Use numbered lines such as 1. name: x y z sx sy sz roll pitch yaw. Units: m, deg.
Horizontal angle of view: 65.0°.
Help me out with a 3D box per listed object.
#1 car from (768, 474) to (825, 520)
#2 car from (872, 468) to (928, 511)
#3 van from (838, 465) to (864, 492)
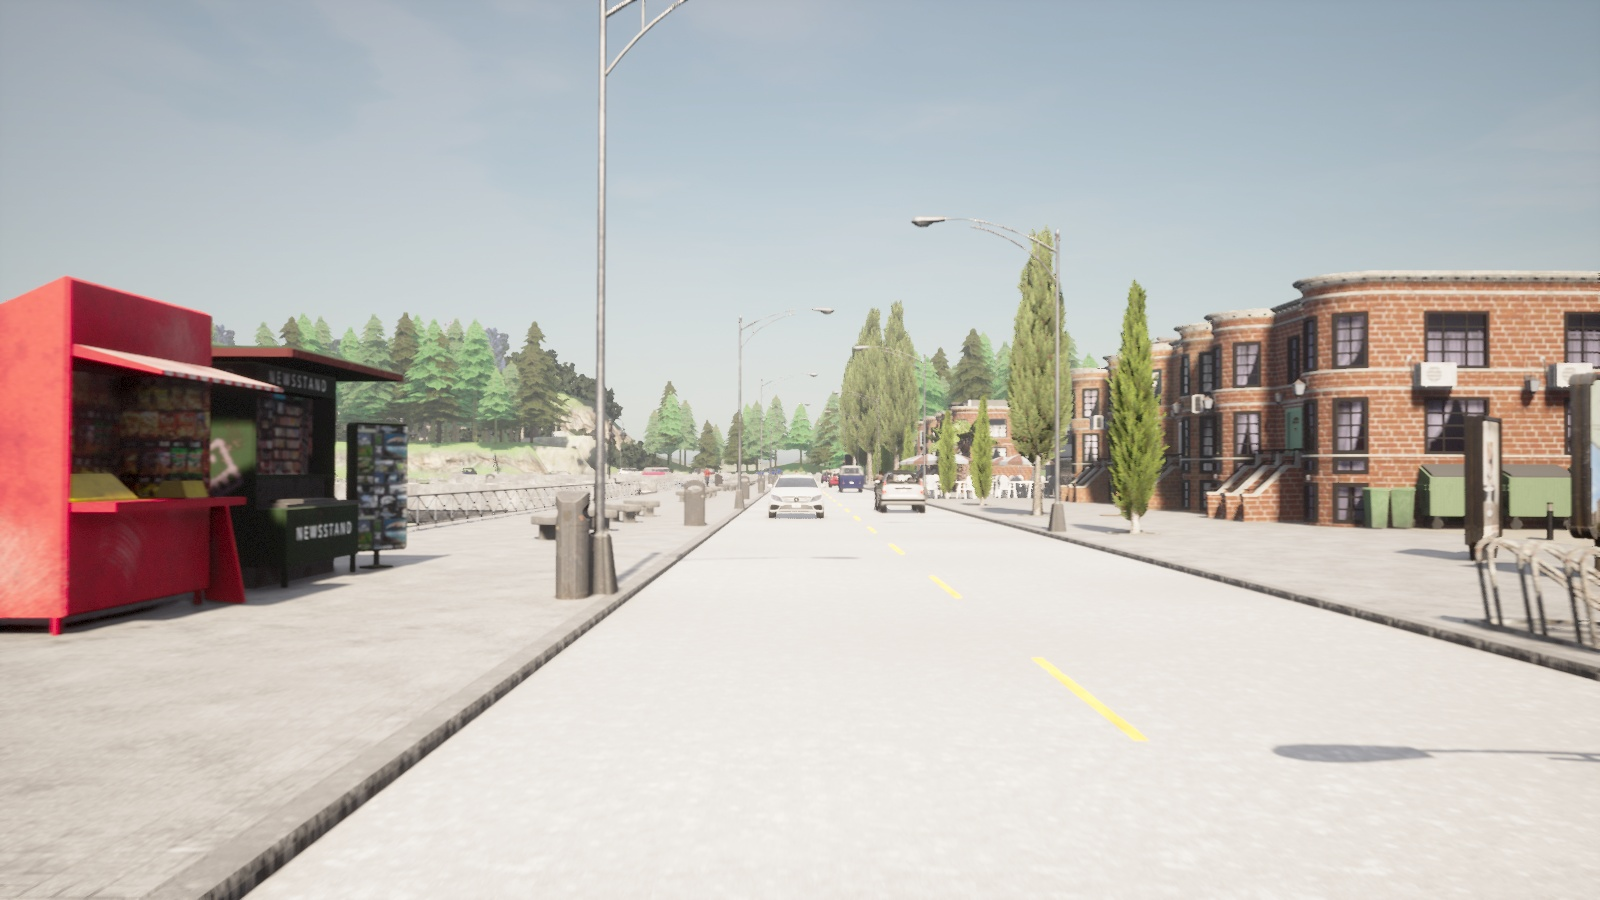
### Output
1. car: -0.110 1.554 42.592 1.812 1.442 4.674 0 -1 0
2. car: 3.872 1.519 49.076 1.851 1.617 3.988 0 -1 0
3. van: 3.758 2.114 93.285 1.775 1.987 4.442 0 -1 0
